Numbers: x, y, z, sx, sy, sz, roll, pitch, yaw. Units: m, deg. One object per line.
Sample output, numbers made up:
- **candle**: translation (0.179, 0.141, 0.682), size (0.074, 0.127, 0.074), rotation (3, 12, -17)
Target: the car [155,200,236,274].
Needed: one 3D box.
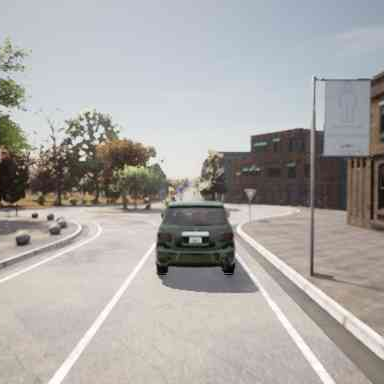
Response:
- **car**: translation (0.129, 1.265, 10.803), size (2.150, 2.045, 5.566), rotation (0, 0, 1)

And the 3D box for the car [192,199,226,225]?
- **car**: translation (1.443, 1.474, 26.020), size (2.097, 1.767, 4.553), rotation (0, -1, 11)
